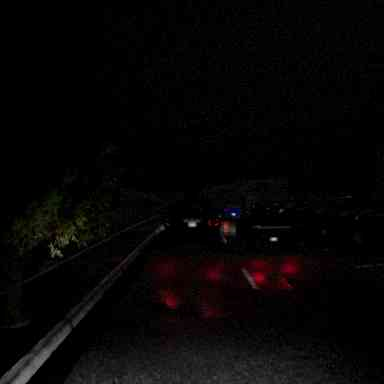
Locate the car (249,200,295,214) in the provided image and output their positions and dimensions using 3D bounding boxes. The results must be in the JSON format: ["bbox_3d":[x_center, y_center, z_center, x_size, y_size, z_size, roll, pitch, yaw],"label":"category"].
[{"bbox_3d":[9.343,1.765,38.995,4.792,1.488,2.163,1,-1,-15],"label":"car"}]

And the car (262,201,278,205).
[{"bbox_3d":[8.525,1.497,27.208,4.553,1.767,2.185,1,0,-17],"label":"car"}]

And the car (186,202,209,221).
[{"bbox_3d":[0.571,1.651,29.794,1.837,1.490,4.892,0,0,3],"label":"car"}]

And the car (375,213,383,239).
[{"bbox_3d":[8.076,1.497,9.475,5.008,1.535,2.097,1,0,-20],"label":"car"}]

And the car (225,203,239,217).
[{"bbox_3d":[3.566,1.679,29.621,1.812,1.442,4.674,0,0,3],"label":"car"}]

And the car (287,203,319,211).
[{"bbox_3d":[8.158,1.552,18.346,4.892,1.521,2.231,1,-1,-18],"label":"car"}]

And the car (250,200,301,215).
[{"bbox_3d":[9.059,1.705,36.042,4.892,1.521,2.231,1,-1,-15],"label":"car"}]

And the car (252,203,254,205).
[{"bbox_3d":[8.849,1.716,33.091,4.674,1.452,2.002,1,0,-15],"label":"car"}]

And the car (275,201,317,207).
[{"bbox_3d":[8.239,1.574,21.301,4.892,1.521,2.231,1,-1,-18],"label":"car"}]

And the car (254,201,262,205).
[{"bbox_3d":[8.650,1.647,30.148,5.008,1.535,2.097,1,-1,-16],"label":"car"}]

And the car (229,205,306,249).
[{"bbox_3d":[3.043,1.538,14.663,2.128,1.511,4.902,0,0,1],"label":"car"}]

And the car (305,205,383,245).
[{"bbox_3d":[8.102,1.532,15.388,4.892,1.521,2.231,1,-1,-19],"label":"car"}]

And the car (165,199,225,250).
[{"bbox_3d":[0.044,1.298,14.729,2.150,2.045,5.566,0,0,1],"label":"car"}]
